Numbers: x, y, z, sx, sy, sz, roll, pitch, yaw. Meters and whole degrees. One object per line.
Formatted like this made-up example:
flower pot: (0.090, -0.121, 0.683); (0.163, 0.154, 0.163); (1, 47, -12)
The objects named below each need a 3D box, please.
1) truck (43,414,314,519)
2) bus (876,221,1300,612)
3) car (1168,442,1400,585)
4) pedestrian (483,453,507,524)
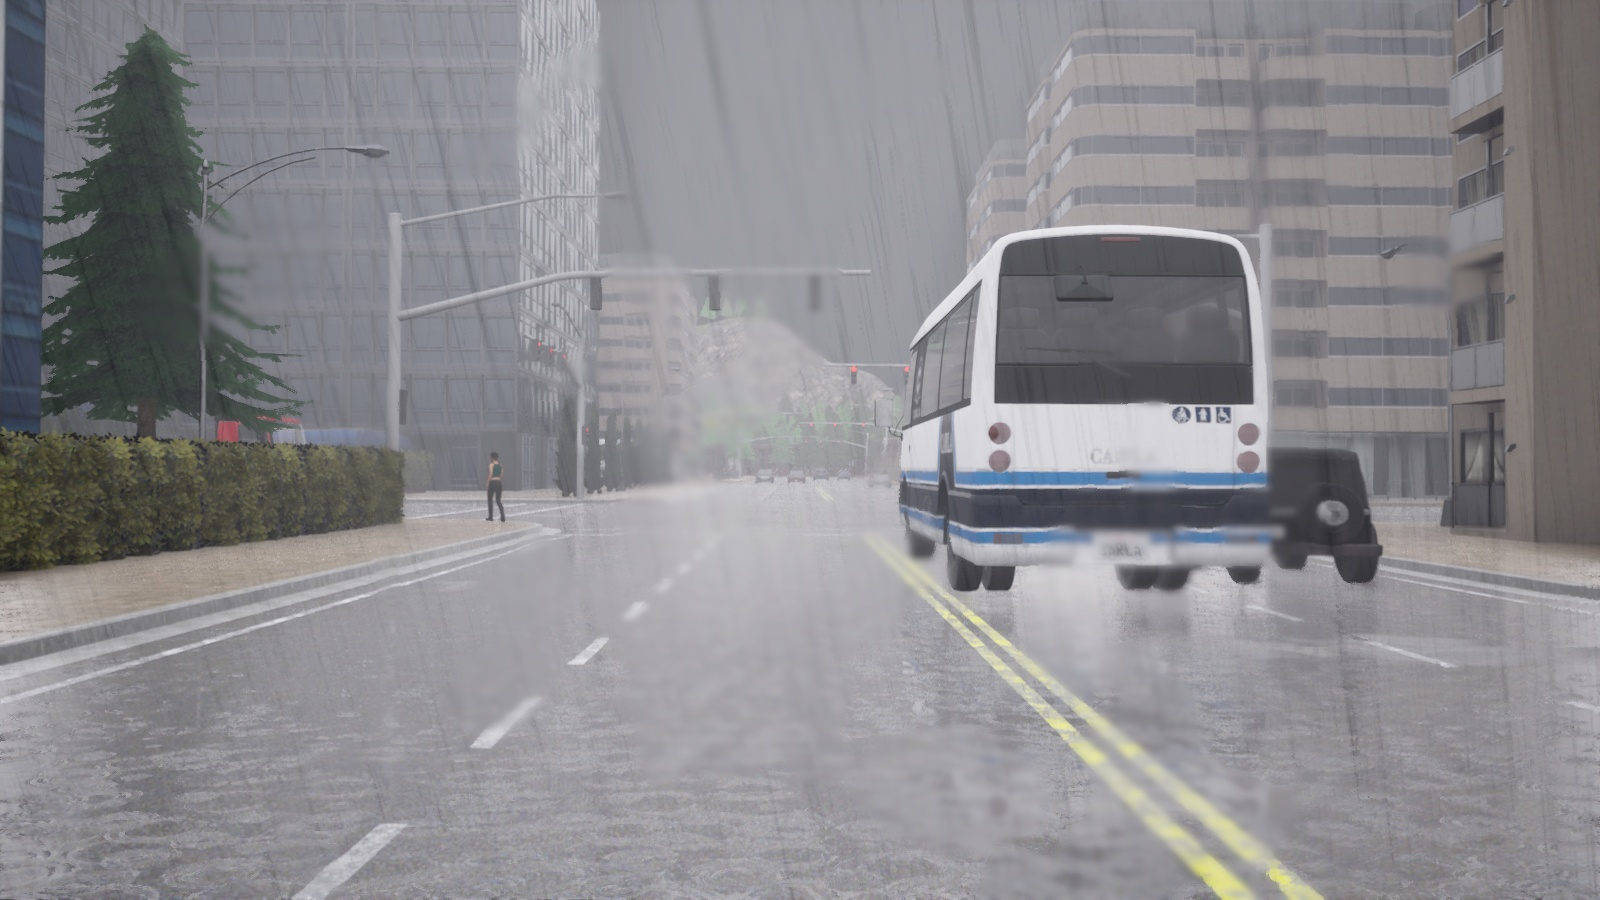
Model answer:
truck: (-21.334, 0.578, 43.447); (7.936, 3.462, 2.891); (0, -1, -1)
bus: (3.447, -0.291, 18.834); (3.944, 4.253, 10.273); (0, -1, 0)
car: (6.954, 0.862, 18.500); (1.905, 1.878, 3.866); (0, -1, 0)
pedestrian: (-7.985, 0.997, 32.870); (0.594, 1.836, 0.345); (-1, -1, 45)
